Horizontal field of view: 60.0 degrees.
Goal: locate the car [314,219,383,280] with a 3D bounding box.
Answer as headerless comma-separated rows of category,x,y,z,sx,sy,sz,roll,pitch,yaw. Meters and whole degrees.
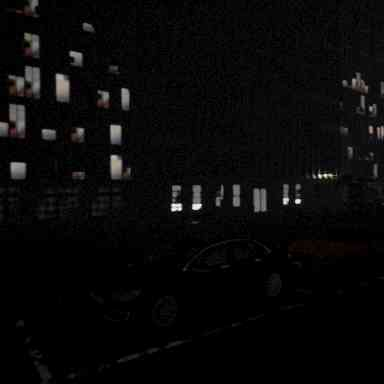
car,4.630,1.516,9.881,4.829,1.417,1.752,0,-1,-36

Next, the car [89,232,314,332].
car,0.190,1.547,6.710,4.403,1.369,2.008,0,-1,-36
